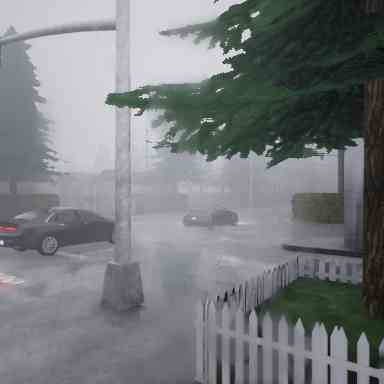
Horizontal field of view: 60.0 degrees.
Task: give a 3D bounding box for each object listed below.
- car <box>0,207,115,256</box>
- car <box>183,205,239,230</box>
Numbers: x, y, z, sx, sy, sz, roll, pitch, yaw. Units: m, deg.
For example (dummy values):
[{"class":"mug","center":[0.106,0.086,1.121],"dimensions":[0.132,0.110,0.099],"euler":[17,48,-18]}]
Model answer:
[{"class":"car","center":[-4.508,1.313,12.325],"dimensions":[1.837,1.490,4.892],"euler":[0,0,35]},{"class":"car","center":[1.263,1.468,20.668],"dimensions":[1.994,1.385,4.181],"euler":[1,1,35]}]
